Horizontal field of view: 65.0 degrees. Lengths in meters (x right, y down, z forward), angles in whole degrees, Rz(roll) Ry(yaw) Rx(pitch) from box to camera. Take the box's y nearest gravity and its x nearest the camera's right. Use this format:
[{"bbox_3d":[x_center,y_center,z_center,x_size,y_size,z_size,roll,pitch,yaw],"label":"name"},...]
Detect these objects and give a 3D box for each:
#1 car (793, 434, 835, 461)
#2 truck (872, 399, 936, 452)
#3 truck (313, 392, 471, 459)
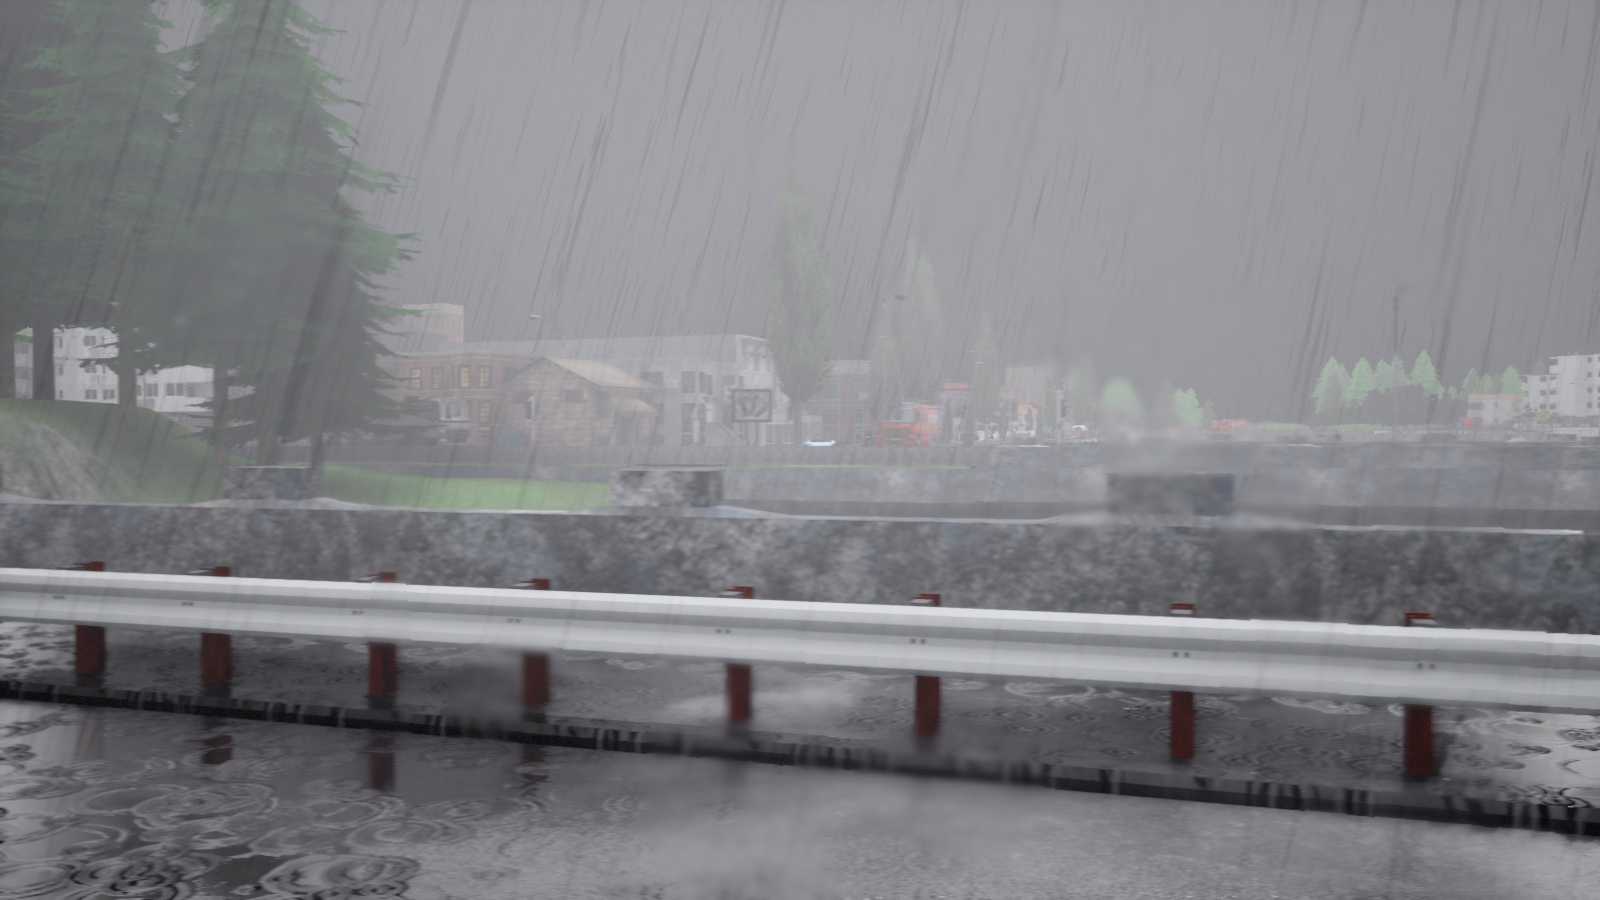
[{"bbox_3d":[0.701,-0.148,64.342,1.481,1.376,2.207,-1,1,-19],"label":"car"},{"bbox_3d":[7.923,-1.825,94.616,2.891,3.827,8.468,1,1,19],"label":"truck"},{"bbox_3d":[-21.969,-1.323,67.587,7.936,3.462,2.891,1,1,19],"label":"truck"}]
